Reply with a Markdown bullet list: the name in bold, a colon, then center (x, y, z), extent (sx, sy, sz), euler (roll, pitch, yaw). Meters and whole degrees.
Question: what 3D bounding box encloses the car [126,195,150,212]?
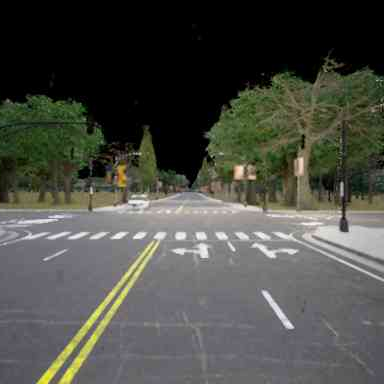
- **car**: center (-6.526, 1.384, 40.829), extent (2.150, 2.045, 5.566), euler (0, 1, 1)
